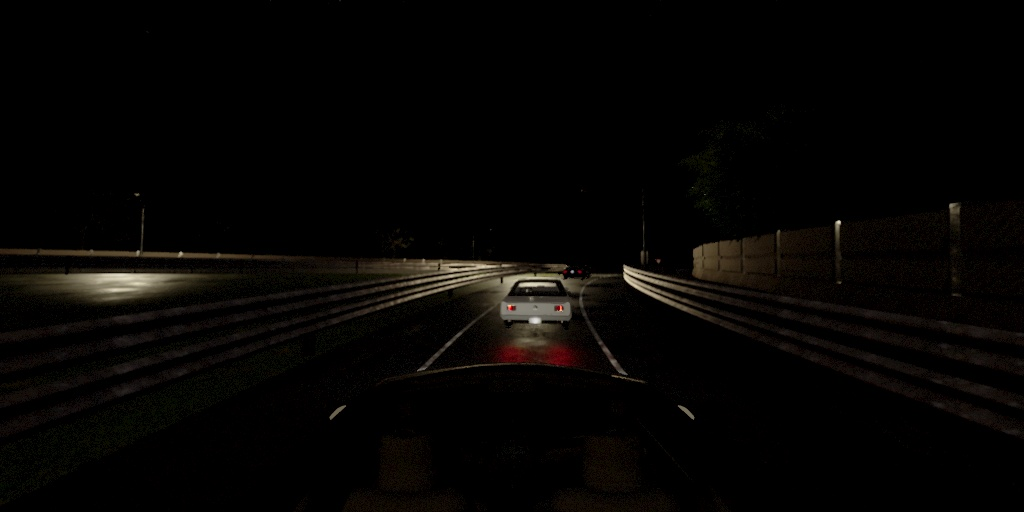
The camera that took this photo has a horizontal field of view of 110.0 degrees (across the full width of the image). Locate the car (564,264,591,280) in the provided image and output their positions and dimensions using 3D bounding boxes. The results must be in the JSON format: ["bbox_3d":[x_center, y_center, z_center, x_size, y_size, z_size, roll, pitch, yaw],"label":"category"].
[{"bbox_3d":[5.952,1.433,32.655,2.033,1.411,5.357,-1,-1,20],"label":"car"}]

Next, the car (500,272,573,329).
[{"bbox_3d":[0.866,1.379,11.455,1.895,1.301,4.718,0,0,7],"label":"car"}]
